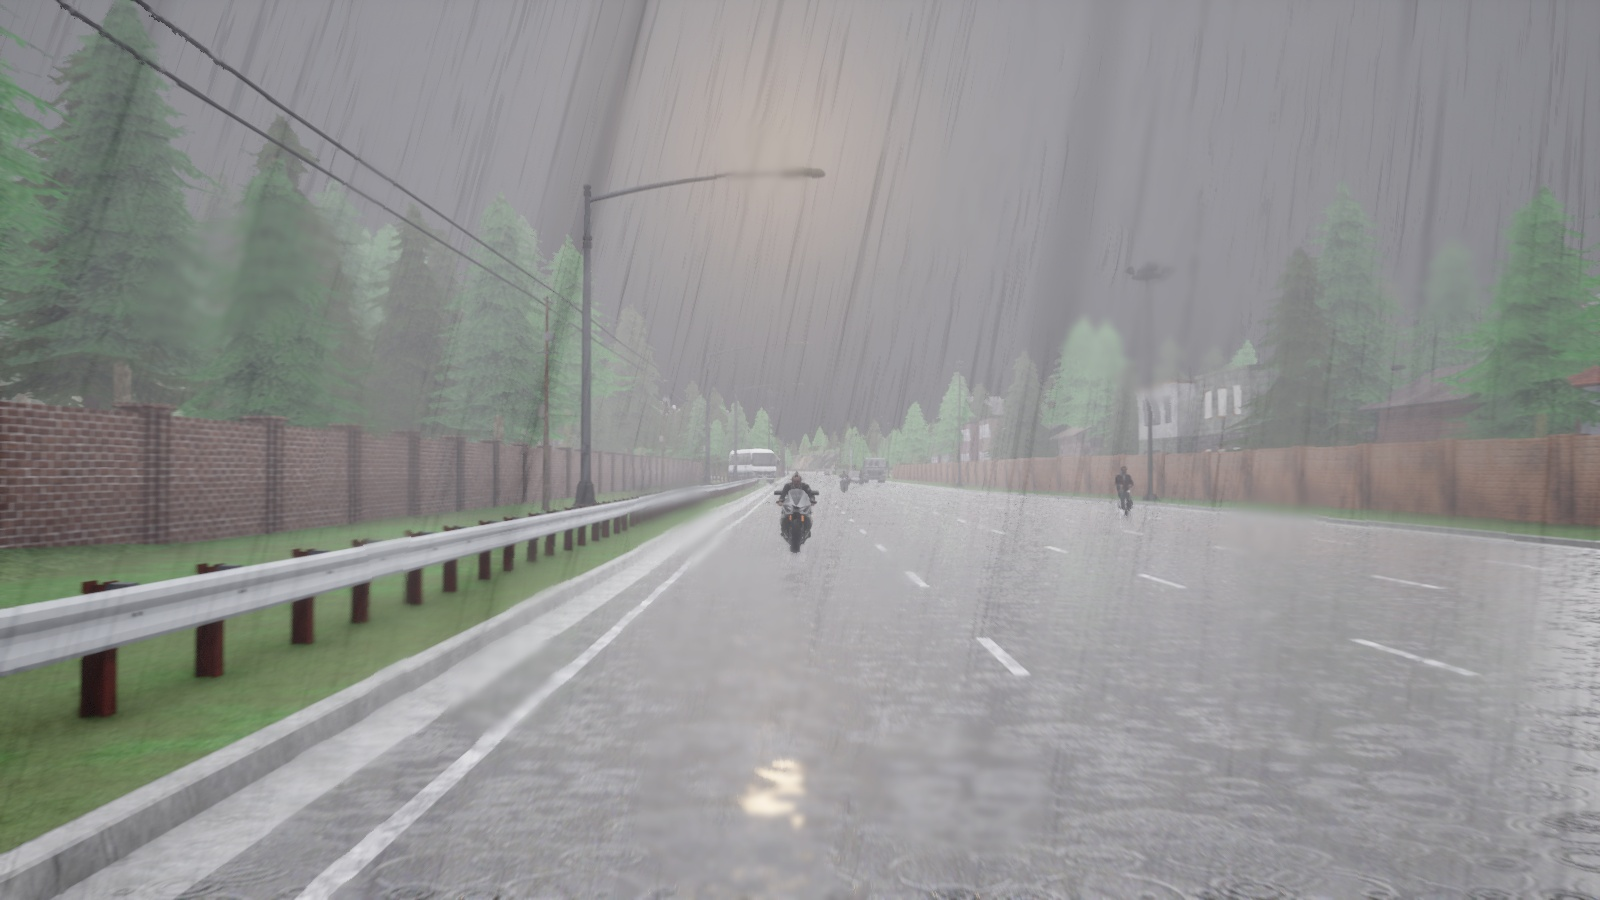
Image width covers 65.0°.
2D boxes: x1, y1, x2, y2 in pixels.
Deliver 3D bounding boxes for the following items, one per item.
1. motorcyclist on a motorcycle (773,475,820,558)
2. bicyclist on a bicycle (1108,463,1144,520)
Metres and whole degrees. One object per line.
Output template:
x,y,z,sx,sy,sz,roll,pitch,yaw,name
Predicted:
-0.059,1.257,24.397,0.866,1.530,2.191,0,-1,0,motorcyclist on a motorcycle
10.401,1.313,40.159,0.659,1.776,1.843,0,-1,0,bicyclist on a bicycle
